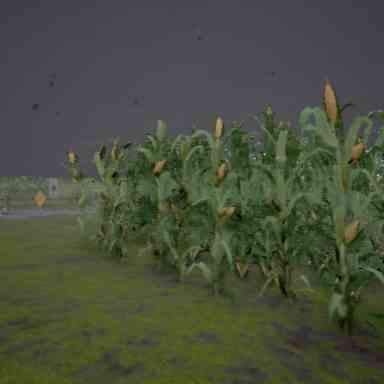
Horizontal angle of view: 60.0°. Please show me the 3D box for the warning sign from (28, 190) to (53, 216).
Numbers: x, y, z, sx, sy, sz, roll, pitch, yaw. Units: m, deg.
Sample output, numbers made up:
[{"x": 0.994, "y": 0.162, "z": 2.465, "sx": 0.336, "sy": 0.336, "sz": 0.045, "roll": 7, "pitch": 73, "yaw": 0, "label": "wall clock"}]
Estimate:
[{"x": -11.362, "y": 0.767, "z": 24.949, "sx": 1.300, "sy": 1.860, "sz": 1.060, "roll": 2, "pitch": 1, "yaw": 29, "label": "warning sign"}]
